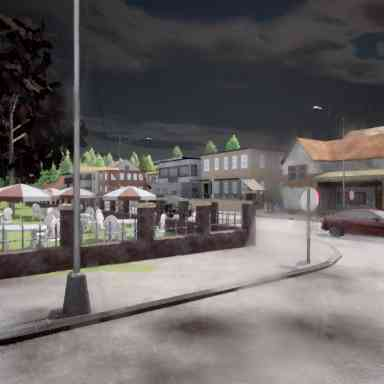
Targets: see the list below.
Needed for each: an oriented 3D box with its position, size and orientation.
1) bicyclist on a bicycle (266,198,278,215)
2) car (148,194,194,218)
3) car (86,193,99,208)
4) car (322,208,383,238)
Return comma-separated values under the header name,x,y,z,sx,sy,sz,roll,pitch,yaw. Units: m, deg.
name,x,y,z,sx,sy,sz,roll,pitch,yaw
bicyclist on a bicycle,7.542,1.349,31.424,1.656,1.620,0.582,0,0,-35
car,-2.086,1.217,30.472,2.150,2.045,5.566,0,1,-35
car,-14.801,1.225,48.482,2.150,2.045,5.566,0,0,-35
car,8.550,1.525,15.813,1.812,1.442,4.674,0,0,-39
